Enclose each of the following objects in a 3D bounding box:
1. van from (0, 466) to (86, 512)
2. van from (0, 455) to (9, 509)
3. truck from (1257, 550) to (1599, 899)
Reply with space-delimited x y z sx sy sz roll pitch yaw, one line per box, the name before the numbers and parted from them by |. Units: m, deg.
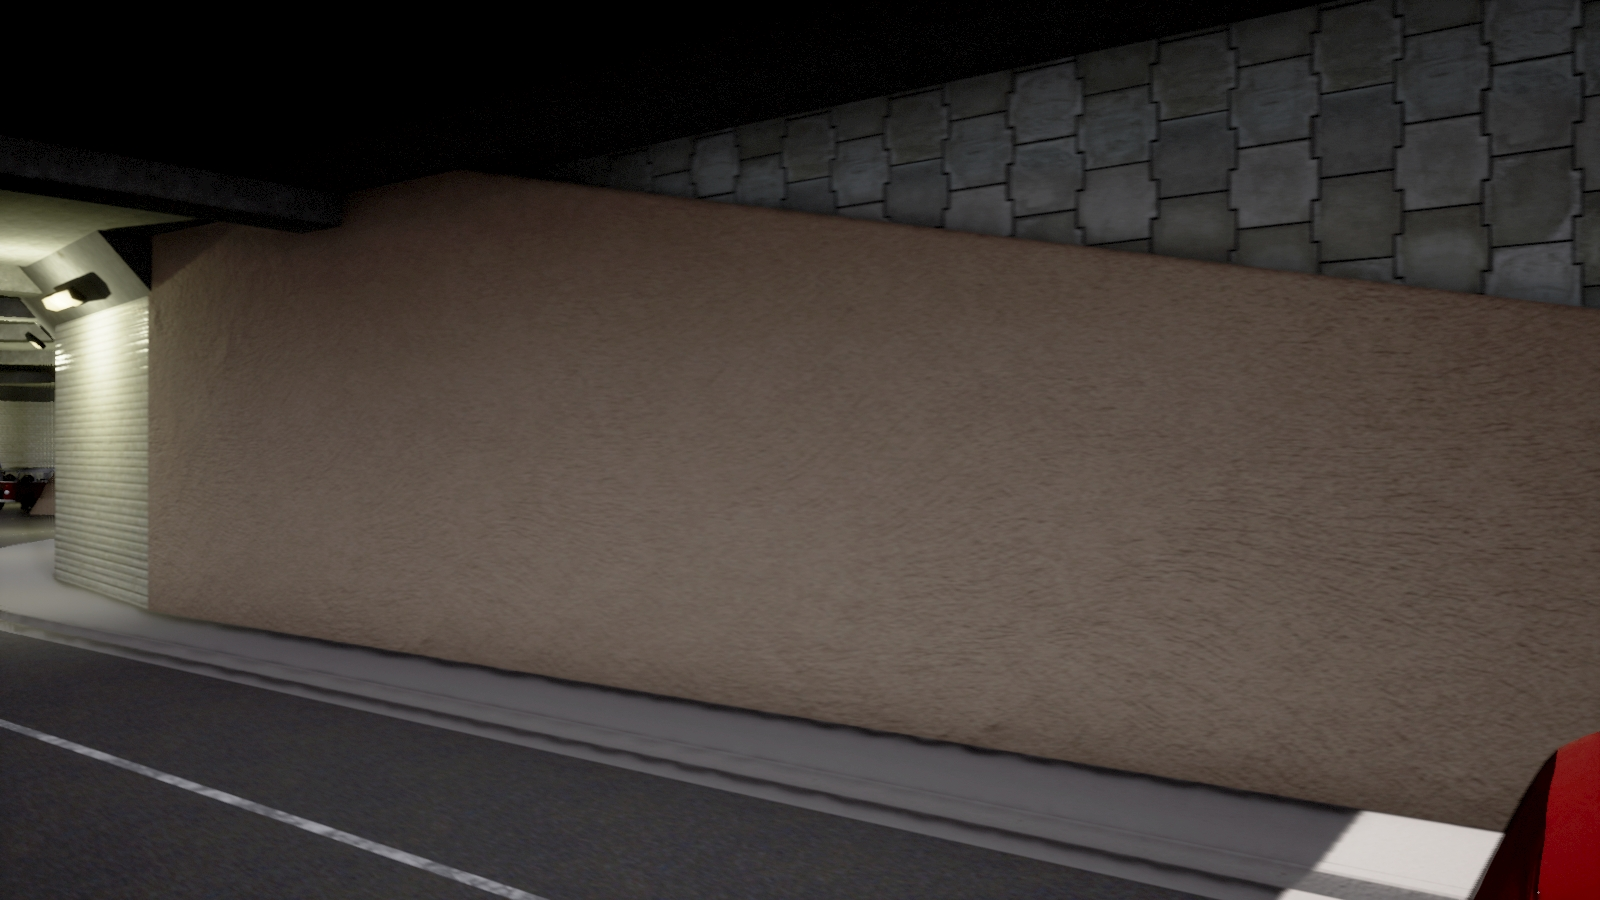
van | -36.521 1.791 54.304 2.069 2.038 4.480 0 0 5
van | -39.701 1.543 52.339 1.988 2.561 5.915 0 0 13
truck | 3.563 1.568 1.274 5.204 2.467 2.627 0 0 35
